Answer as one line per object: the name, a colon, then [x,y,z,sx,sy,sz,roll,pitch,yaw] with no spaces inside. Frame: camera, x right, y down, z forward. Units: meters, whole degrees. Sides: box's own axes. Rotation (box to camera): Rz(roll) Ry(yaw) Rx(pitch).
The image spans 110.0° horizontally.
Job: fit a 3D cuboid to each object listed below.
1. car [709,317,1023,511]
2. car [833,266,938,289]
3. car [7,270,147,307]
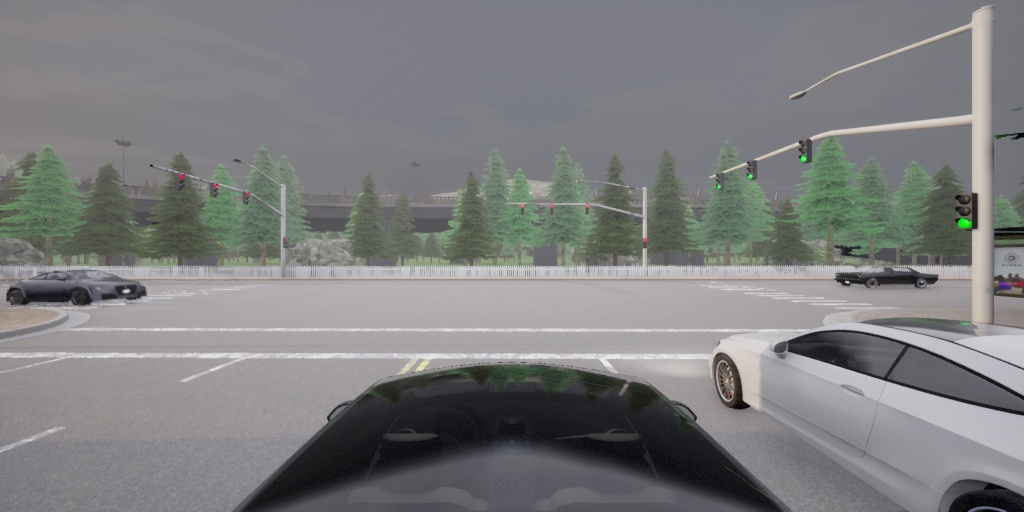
car: [3.657,1.276,3.168,1.812,1.442,4.674,0,0,2]
car: [22.865,1.295,22.071,4.718,1.301,1.895,0,0,0]
car: [-17.696,1.259,14.711,4.181,1.385,1.994,0,0,3]
